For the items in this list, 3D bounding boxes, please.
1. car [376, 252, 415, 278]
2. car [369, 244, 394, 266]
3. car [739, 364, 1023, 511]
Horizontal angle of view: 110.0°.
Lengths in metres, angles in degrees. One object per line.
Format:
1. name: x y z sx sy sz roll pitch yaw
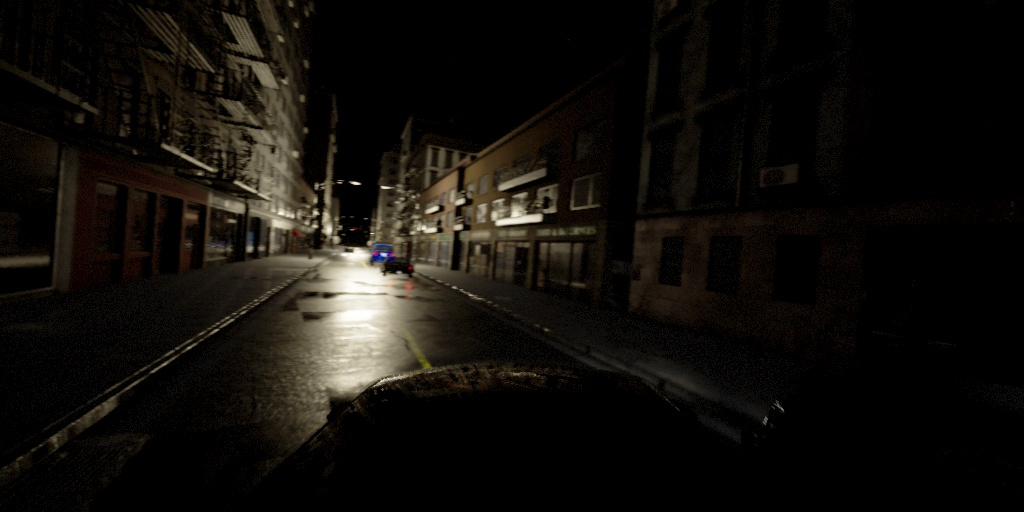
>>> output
1. car: -7.891 0.675 24.359 1.895 1.301 4.718 4 0 -24
2. car: -12.812 -0.105 35.302 2.150 2.045 5.566 4 1 -24
3. car: 3.664 1.268 0.715 2.150 2.045 5.566 4 0 -24
